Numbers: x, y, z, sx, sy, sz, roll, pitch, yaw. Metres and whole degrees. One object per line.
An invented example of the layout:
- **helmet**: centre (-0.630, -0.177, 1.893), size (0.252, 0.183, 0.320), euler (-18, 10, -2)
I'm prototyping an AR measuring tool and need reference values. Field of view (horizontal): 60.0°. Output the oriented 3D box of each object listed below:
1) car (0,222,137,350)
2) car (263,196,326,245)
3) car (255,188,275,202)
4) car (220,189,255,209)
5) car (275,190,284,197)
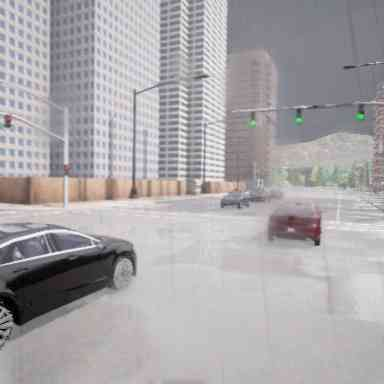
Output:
- **car**: centre (-2.782, 1.280, 5.751), size (2.128, 1.511, 4.902), euler (2, 2, 23)
- **car**: centre (4.458, 1.148, 13.938), size (1.882, 1.535, 5.008), euler (2, 2, 23)
- **car**: centre (8.198, 0.351, 40.239), size (2.097, 1.767, 4.553), euler (2, 2, 24)
- **car**: centre (4.160, 0.691, 31.277), size (1.837, 1.490, 4.892), euler (2, 2, 24)
- **car**: centre (12.453, 0.351, 49.589), size (2.033, 1.411, 5.357), euler (2, 2, 24)
